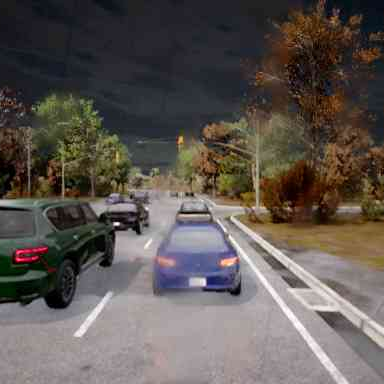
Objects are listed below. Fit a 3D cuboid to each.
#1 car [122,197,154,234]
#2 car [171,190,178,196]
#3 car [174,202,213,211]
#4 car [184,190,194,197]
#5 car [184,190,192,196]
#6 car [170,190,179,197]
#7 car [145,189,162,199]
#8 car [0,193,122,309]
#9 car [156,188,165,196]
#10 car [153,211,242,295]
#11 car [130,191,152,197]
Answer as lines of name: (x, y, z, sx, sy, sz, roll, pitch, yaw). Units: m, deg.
car: (-3.396, 1.251, 17.487, 1.882, 1.535, 5.008, 0, 1, 0)
car: (-4.519, 0.205, 85.949, 1.812, 1.442, 4.674, 0, 1, -3)
car: (0.105, 1.263, 17.598, 2.128, 1.511, 4.902, 0, 1, 0)
car: (-0.536, 0.396, 76.004, 1.882, 1.535, 5.008, 0, 1, -2)
car: (-1.024, 0.202, 86.148, 1.812, 1.442, 4.674, 0, 1, -3)
car: (-4.035, 0.437, 75.907, 2.128, 1.511, 4.902, 0, 1, -2)
car: (-7.234, 0.636, 62.852, 1.812, 1.442, 4.674, 0, 1, -1)
car: (-3.395, 1.136, 7.827, 2.150, 2.045, 5.566, 0, 1, 0)
car: (-7.642, -0.035, 78.421, 2.150, 2.045, 5.566, 0, 1, -2)
car: (0.103, 1.432, 8.345, 1.812, 1.442, 4.674, 0, 1, 0)
car: (-7.095, 0.910, 45.565, 2.033, 1.411, 5.357, 0, 1, -1)
